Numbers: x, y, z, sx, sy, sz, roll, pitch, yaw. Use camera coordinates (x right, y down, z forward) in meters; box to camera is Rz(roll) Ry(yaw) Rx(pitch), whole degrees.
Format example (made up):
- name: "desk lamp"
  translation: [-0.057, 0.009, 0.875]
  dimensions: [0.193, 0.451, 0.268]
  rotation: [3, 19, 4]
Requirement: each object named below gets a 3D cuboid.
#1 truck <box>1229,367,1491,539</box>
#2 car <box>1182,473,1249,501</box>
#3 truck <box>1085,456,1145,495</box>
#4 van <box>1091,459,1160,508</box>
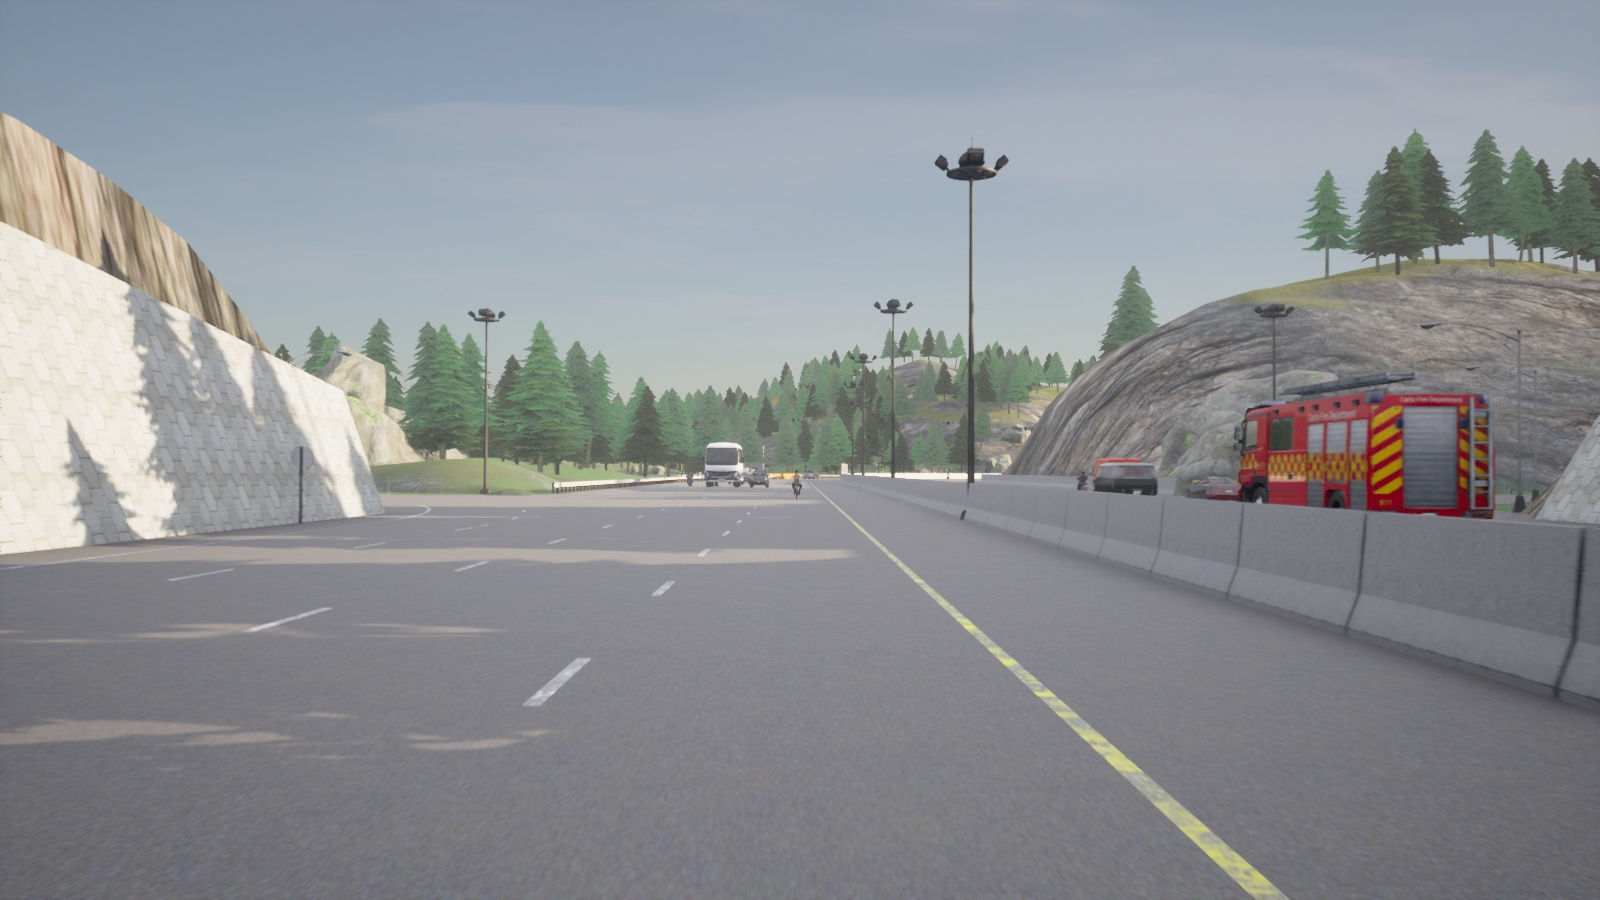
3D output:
- name: "truck"
  translation: [13.917, 0.130, 32.228]
  dimensions: [2.891, 3.827, 8.468]
  rotation: [0, -1, 0]
- name: "car"
  translation: [20.847, 1.845, 63.169]
  dimensions: [1.994, 1.385, 4.181]
  rotation: [0, -1, 0]
- name: "truck"
  translation: [20.795, 1.633, 83.065]
  dimensions: [2.627, 2.467, 5.204]
  rotation: [0, 0, 0]
- name: "van"
  translation: [13.868, 1.406, 53.764]
  dimensions: [1.775, 1.987, 4.442]
  rotation: [0, -1, 0]
